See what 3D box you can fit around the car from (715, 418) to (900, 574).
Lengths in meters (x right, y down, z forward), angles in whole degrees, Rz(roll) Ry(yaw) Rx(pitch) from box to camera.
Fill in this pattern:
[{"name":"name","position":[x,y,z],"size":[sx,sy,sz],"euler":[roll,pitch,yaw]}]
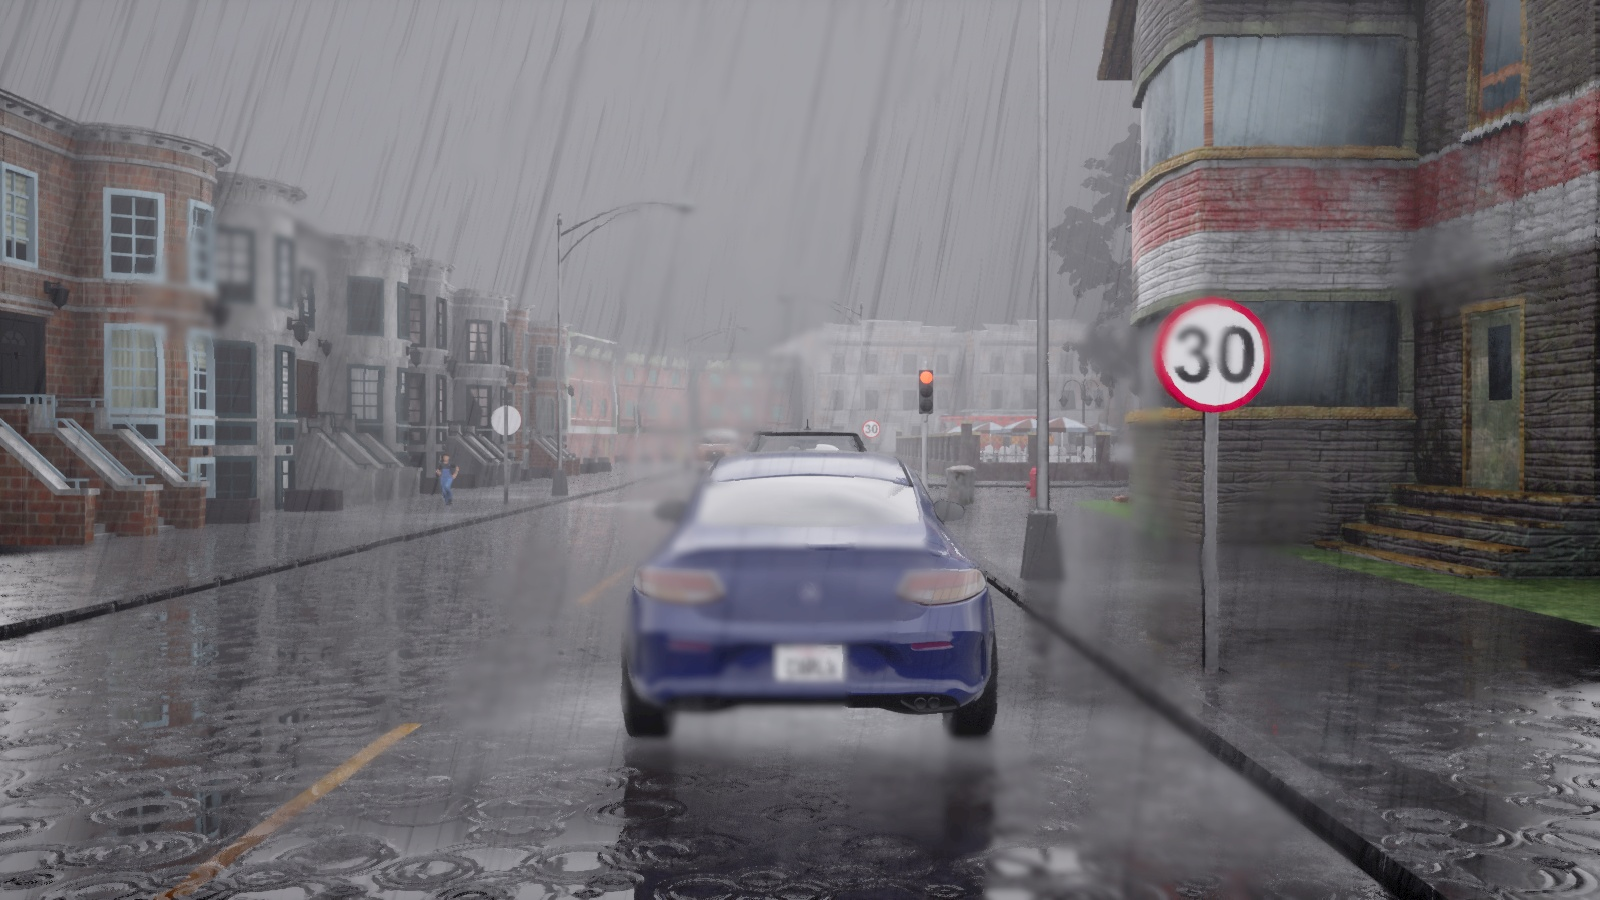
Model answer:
[{"name":"car","position":[0.102,0.512,16.547],"size":[2.097,1.767,4.553],"euler":[0,0,0]}]

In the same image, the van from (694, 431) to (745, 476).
[{"name":"van","position":[-3.687,0.138,58.264],"size":[2.069,2.038,4.480],"euler":[0,0,0]}]

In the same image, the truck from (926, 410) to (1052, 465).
[{"name":"truck","position":[13.322,-0.910,89.106],"size":[8.468,3.827,2.891],"euler":[0,0,0]}]

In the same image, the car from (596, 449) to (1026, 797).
[{"name":"car","position":[0.058,0.729,7.638],"size":[1.812,1.442,4.674],"euler":[0,0,0]}]

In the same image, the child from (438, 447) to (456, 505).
[{"name":"child","position":[-7.857,0.572,27.929],"size":[0.270,1.263,0.437],"euler":[0,0,1]}]
